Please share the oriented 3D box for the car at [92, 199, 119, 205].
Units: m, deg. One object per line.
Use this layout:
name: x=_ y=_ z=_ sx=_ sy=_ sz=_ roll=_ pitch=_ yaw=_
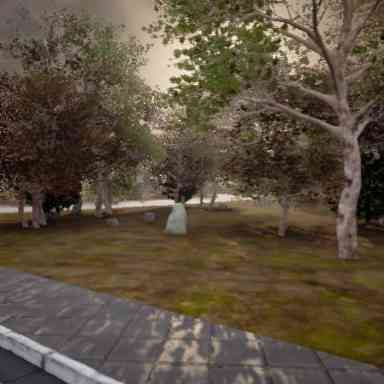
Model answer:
car: x=-15.220 y=1.610 z=58.592 sx=1.895 sy=1.301 sz=4.718 roll=0 pitch=0 yaw=37
